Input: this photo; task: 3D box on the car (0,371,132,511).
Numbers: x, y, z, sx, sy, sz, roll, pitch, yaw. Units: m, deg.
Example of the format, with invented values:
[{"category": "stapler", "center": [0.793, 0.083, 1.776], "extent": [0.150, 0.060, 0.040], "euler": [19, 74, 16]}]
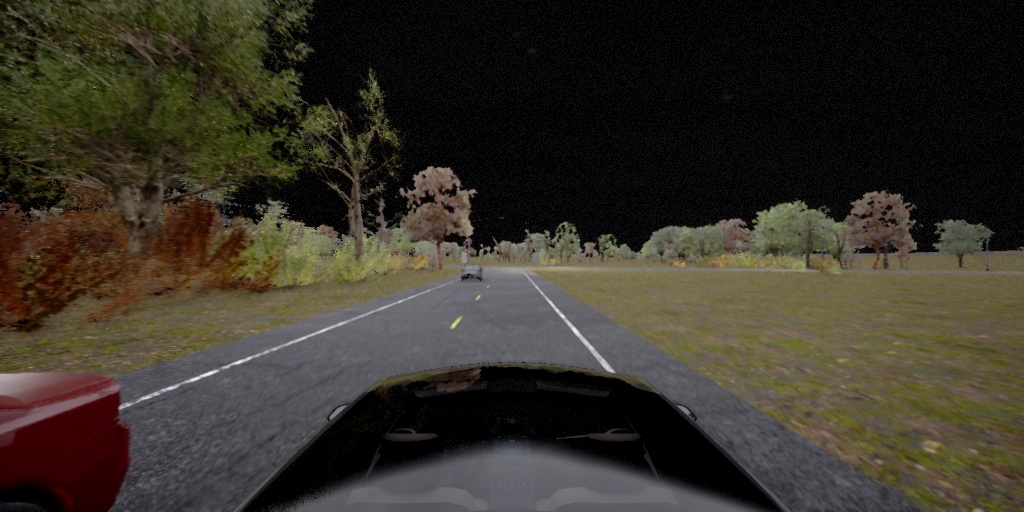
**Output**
[{"category": "car", "center": [-3.600, 1.215, 0.347], "extent": [1.882, 1.535, 5.008], "euler": [0, -1, 0]}]

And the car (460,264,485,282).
[{"category": "car", "center": [-3.584, 1.543, 33.200], "extent": [1.837, 1.490, 4.892], "euler": [0, -1, 0]}]
